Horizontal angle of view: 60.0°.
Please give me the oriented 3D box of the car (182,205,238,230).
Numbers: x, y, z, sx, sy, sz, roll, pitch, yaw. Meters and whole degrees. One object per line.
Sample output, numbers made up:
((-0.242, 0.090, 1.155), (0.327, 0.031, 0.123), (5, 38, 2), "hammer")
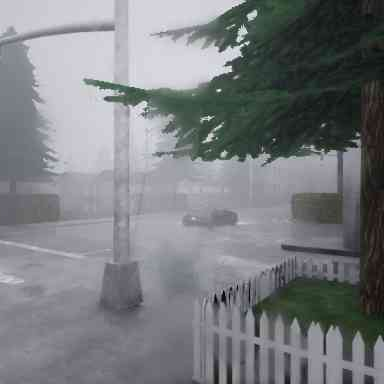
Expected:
((1.233, 1.468, 20.691), (1.994, 1.385, 4.181), (1, 1, 35), "car")
